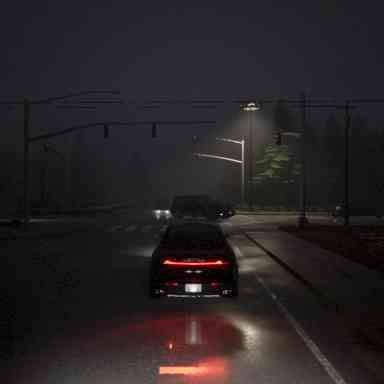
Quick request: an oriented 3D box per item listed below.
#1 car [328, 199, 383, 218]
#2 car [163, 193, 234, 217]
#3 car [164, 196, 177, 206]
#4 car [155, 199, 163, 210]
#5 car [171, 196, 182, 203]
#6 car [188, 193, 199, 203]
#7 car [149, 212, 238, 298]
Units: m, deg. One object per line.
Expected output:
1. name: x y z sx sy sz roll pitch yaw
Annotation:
1. car: 14.588 1.379 29.638 4.553 1.767 2.097 0 0 1
2. car: 0.689 1.235 27.106 5.566 2.045 2.150 0 1 37
3. car: -3.563 1.503 55.778 1.837 1.490 4.892 0 0 0
4. car: -3.595 1.564 42.794 1.994 1.385 4.181 0 0 0
5. car: -3.274 1.590 71.389 1.895 1.301 4.718 0 0 1
6. car: 0.301 1.224 70.535 2.150 2.045 5.566 0 0 2
7. car: 0.048 1.501 8.502 1.837 1.490 4.892 0 0 1
